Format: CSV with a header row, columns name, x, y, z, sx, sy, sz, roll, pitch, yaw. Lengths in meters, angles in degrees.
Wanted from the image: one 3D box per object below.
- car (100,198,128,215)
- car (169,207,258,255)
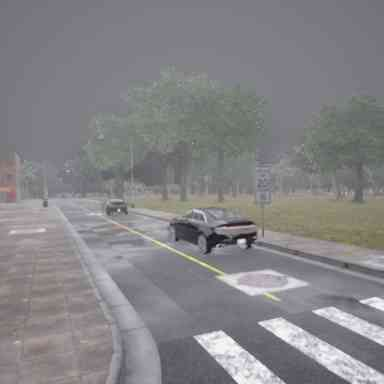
name,x,y,z,sx,sy,sz,roll,pitch,yaw
car,-7.318,1.321,31.030,1.837,1.490,4.892,-2,1,-24
car,0.611,1.346,12.922,2.128,1.511,4.902,-2,1,-24
